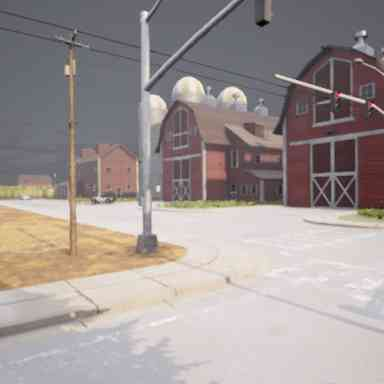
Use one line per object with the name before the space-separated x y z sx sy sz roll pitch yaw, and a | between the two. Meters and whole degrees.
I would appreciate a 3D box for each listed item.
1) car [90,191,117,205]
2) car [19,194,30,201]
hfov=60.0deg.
car | -13.448 0.872 50.896 3.866 1.878 1.905 -2 6 11
car | -40.329 1.312 80.156 1.812 1.442 4.674 -1 1 -37
